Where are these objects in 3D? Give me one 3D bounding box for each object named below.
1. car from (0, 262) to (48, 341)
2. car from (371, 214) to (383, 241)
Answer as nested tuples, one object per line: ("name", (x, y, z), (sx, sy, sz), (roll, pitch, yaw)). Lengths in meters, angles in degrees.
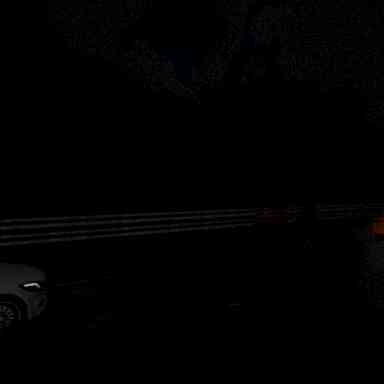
("car", (-4.604, 1.496, 4.760), (4.674, 1.442, 1.812), (0, 0, -36))
("car", (10.229, 1.470, 15.331), (5.008, 1.535, 1.882), (0, 0, -36))
